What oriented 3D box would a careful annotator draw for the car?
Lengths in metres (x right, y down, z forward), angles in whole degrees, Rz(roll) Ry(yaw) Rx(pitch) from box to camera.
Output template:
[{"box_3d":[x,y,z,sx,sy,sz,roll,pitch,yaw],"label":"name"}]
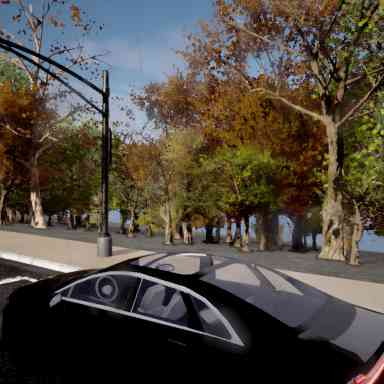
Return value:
[{"box_3d":[-0.382,1.491,3.963,4.902,1.511,2.128,0,0,36],"label":"car"}]
